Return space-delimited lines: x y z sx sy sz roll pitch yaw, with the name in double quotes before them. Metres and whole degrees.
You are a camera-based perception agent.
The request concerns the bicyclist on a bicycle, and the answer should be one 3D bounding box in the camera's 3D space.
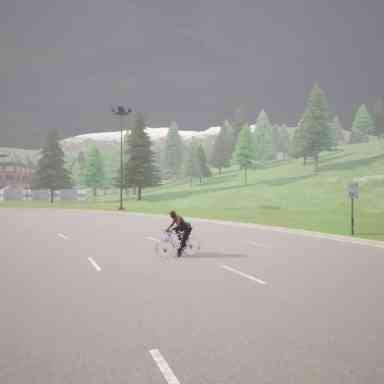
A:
"bicyclist on a bicycle" -0.483 1.455 11.361 1.656 1.620 0.582 -2 1 -25
